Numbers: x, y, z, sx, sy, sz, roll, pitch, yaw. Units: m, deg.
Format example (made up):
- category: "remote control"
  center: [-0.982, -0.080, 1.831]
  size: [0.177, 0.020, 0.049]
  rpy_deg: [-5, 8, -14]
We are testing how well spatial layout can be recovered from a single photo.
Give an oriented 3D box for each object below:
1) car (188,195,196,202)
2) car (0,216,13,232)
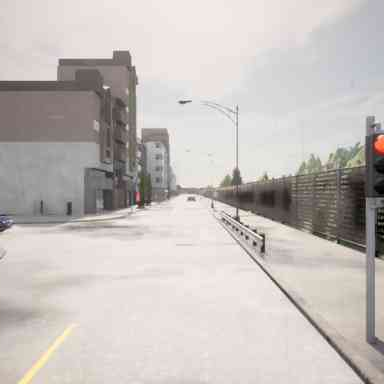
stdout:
- category: "car"
  center: [-0.101, 1.524, 77.509]
  size: [1.812, 1.442, 4.674]
  rpy_deg: [0, 0, 0]
- category: "car"
  center: [-12.089, 1.525, 17.651]
  size: [4.674, 1.442, 1.812]
  rpy_deg: [0, 0, -5]
